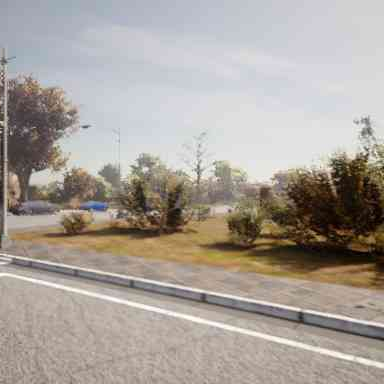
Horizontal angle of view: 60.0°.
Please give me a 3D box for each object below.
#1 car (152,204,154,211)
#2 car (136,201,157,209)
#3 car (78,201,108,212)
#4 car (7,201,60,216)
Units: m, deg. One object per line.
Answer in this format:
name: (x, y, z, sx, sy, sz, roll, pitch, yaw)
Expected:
car: (-6.949, 2.698, 55.197, 1.895, 1.301, 4.718, 1, -2, 21)
car: (-8.358, 2.441, 61.309, 1.812, 1.442, 4.674, 1, -2, 20)
car: (-13.844, 2.036, 46.775, 1.882, 1.535, 5.008, 1, -2, 20)
car: (-15.380, 1.555, 32.579, 2.033, 1.411, 5.357, 1, -2, 20)
